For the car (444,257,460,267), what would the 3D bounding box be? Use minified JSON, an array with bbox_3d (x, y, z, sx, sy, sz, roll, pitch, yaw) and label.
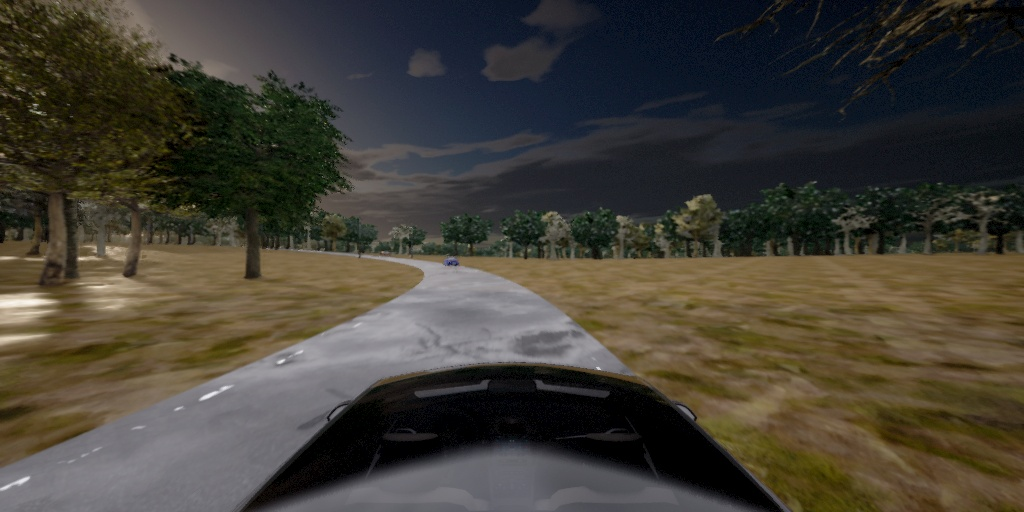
[{"bbox_3d":[-9.431,0.943,55.825,1.882,1.535,5.008,0,0,-19],"label":"car"}]
